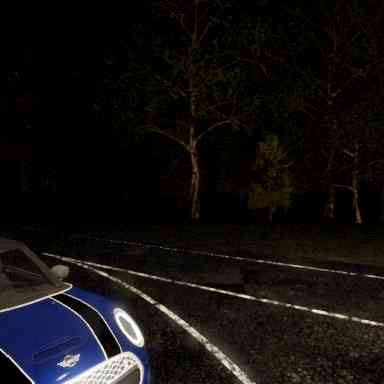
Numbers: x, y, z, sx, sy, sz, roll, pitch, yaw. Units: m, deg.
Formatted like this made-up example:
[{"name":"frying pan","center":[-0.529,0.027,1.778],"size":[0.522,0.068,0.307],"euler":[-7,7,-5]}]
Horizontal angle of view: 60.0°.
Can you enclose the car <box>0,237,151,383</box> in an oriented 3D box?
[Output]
[{"name":"car","center":[-2.619,1.338,3.748],"size":[4.553,1.767,2.097],"euler":[1,0,35]}]
